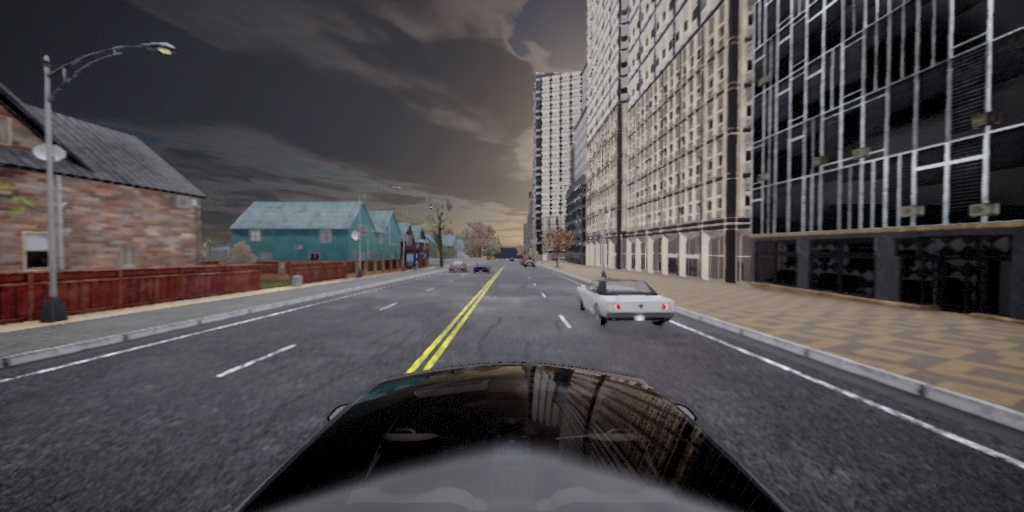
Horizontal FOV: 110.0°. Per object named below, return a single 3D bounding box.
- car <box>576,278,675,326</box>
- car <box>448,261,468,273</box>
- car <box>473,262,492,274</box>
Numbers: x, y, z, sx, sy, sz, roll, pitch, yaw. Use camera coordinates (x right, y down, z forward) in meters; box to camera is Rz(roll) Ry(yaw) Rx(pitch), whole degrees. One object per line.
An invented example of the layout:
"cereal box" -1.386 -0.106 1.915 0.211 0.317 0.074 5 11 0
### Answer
"car" 3.342 1.352 11.600 1.895 1.301 4.718 0 0 0
"car" -6.589 1.298 44.174 1.812 1.442 4.674 0 0 0
"car" -3.357 1.369 40.836 1.895 1.301 4.718 0 0 0
